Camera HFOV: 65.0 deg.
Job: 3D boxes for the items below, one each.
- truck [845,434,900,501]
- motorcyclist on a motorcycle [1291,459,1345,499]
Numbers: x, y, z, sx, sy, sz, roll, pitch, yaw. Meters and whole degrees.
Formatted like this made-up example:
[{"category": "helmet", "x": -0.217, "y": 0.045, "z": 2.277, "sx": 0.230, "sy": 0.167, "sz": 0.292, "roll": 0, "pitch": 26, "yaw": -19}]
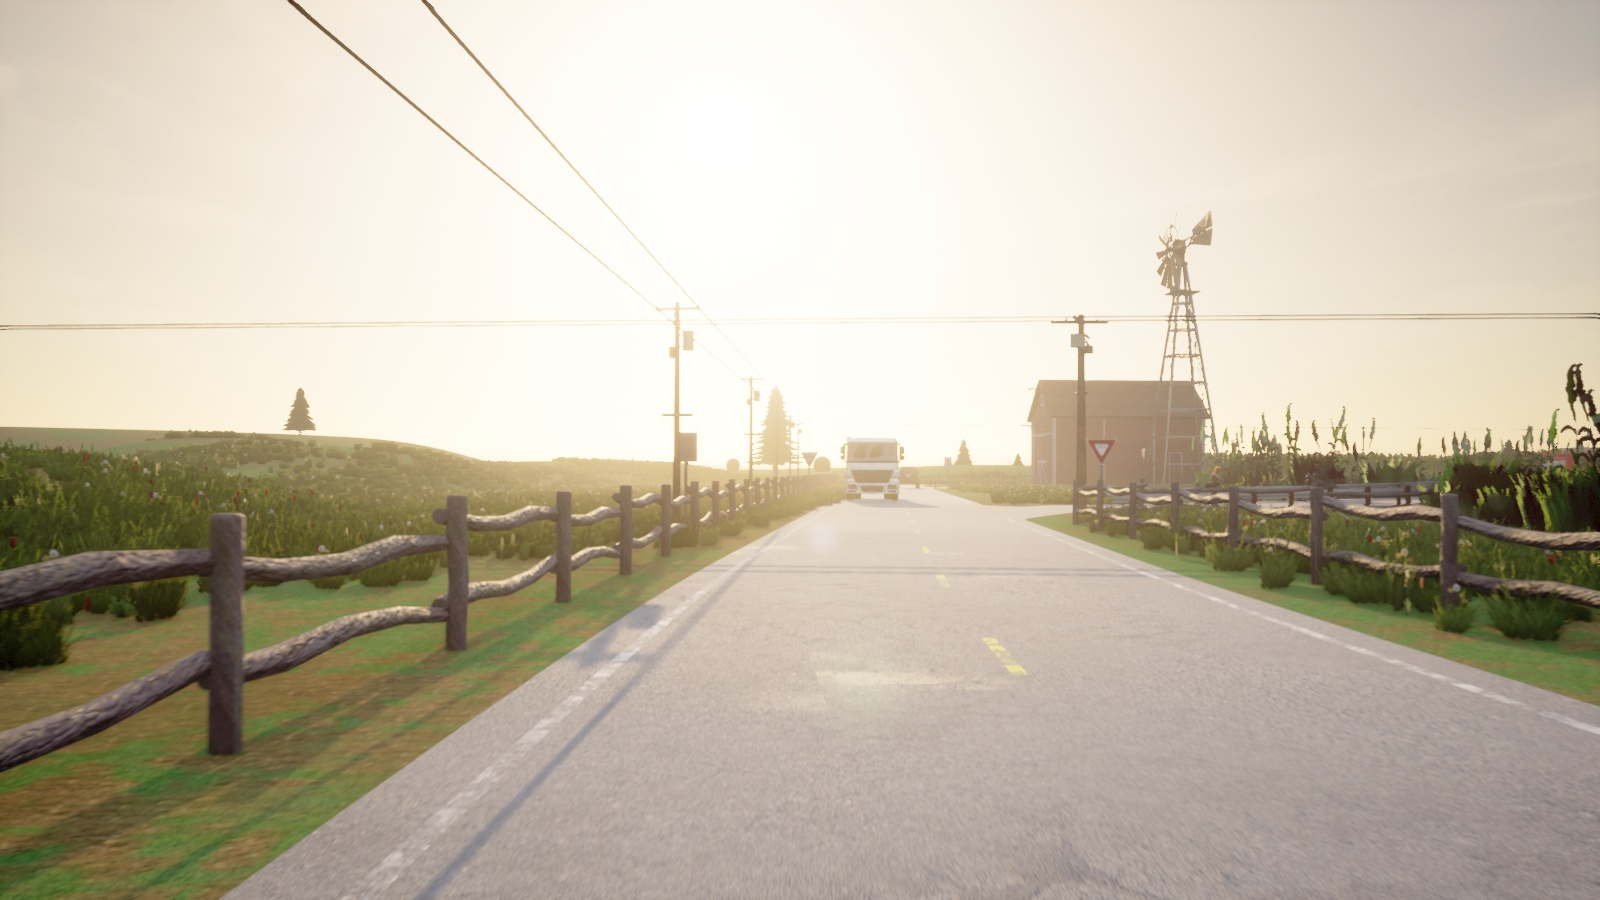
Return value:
[{"category": "truck", "x": 4.027, "y": 0.979, "z": 69.441, "sx": 2.891, "sy": 3.462, "sz": 7.936, "roll": 0, "pitch": -1, "yaw": 4}, {"category": "motorcyclist on a motorcycle", "x": 21.559, "y": 1.195, "z": 52.276, "sx": 1.817, "sy": 1.590, "sz": 0.866, "roll": -2, "pitch": -1, "yaw": 6}]
